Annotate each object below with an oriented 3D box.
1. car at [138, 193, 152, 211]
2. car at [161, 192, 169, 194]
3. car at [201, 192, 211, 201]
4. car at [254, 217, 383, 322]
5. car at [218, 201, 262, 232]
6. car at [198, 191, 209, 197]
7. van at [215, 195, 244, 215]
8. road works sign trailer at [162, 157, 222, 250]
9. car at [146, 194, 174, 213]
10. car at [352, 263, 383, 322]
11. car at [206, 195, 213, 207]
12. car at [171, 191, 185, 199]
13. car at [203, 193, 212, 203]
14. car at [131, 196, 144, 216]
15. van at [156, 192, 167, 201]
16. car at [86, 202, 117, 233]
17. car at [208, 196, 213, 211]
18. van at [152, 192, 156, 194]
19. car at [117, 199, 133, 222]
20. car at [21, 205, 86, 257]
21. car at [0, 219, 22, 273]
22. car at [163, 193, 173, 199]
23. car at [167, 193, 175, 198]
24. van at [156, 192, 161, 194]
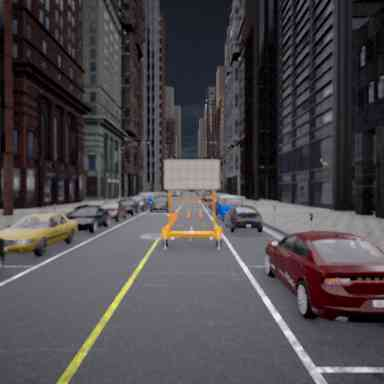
[{"bbox_3d":[-5.770,1.144,35.266,1.967,1.590,4.097,0,0,0],"label":"car"},{"bbox_3d":[-5.774,0.846,57.809,2.192,1.841,5.009,0,0,0],"label":"car"},{"bbox_3d":[2.752,1.118,52.191,1.887,1.381,4.507,0,0,0],"label":"car"},{"bbox_3d":[2.760,1.482,7.103,1.887,1.381,4.507,0,0,0],"label":"car"},{"bbox_3d":[2.758,1.392,18.375,2.008,1.369,4.403,0,0,0],"label":"car"},{"bbox_3d":[2.749,0.804,63.462,2.192,1.841,5.009,0,0,0],"label":"car"},{"bbox_3d":[2.757,1.136,24.009,1.690,1.788,3.998,0,0,0],"label":"van"},{"bbox_3d":[-0.002,0.344,13.750,2.380,3.560,2.880,0,0,0],"label":"road works sign trailer"},{"bbox_3d":[-3.100,1.224,33.316,1.837,1.490,4.892,0,0,0],"label":"car"},{"bbox_3d":[2.761,1.531,1.467,1.887,1.381,4.507,0,1,0],"label":"car"},{"bbox_3d":[2.755,1.286,35.284,1.802,1.307,4.206,0,0,0],"label":"car"},{"bbox_3d":[-3.012,0.828,73.773,1.882,1.535,5.008,0,0,0],"label":"car"},{"bbox_3d":[2.754,1.211,40.920,2.008,1.369,4.403,0,0,0],"label":"car"},{"bbox_3d":[-5.769,1.315,29.630,1.947,1.339,4.313,0,0,0],"label":"car"},{"bbox_3d":[-5.775,0.830,63.445,1.690,1.788,3.998,0,0,0],"label":"van"},{"bbox_3d":[-5.767,1.407,18.356,1.947,1.339,4.313,0,0,0],"label":"car"},{"bbox_3d":[2.756,1.300,29.647,2.008,1.369,4.403,0,0,0],"label":"car"},{"bbox_3d":[-5.771,1.001,40.901,1.690,1.788,3.998,0,0,0],"label":"van"},{"bbox_3d":[-5.768,1.377,23.994,1.802,1.307,4.206,0,0,0],"label":"car"},{"bbox_3d":[-5.766,1.416,12.550,1.752,1.417,4.829,0,0,0],"label":"car"},{"bbox_3d":[-5.765,1.503,7.084,1.947,1.339,4.313,0,1,0],"label":"car"},{"bbox_3d":[-5.778,0.912,80.357,1.887,1.381,4.507,0,0,0],"label":"car"},{"bbox_3d":[-5.780,0.856,91.630,1.947,1.339,4.313,0,0,0],"label":"car"},{"bbox_3d":[-5.772,0.958,46.537,1.690,1.788,3.998,0,0,0],"label":"van"}]
